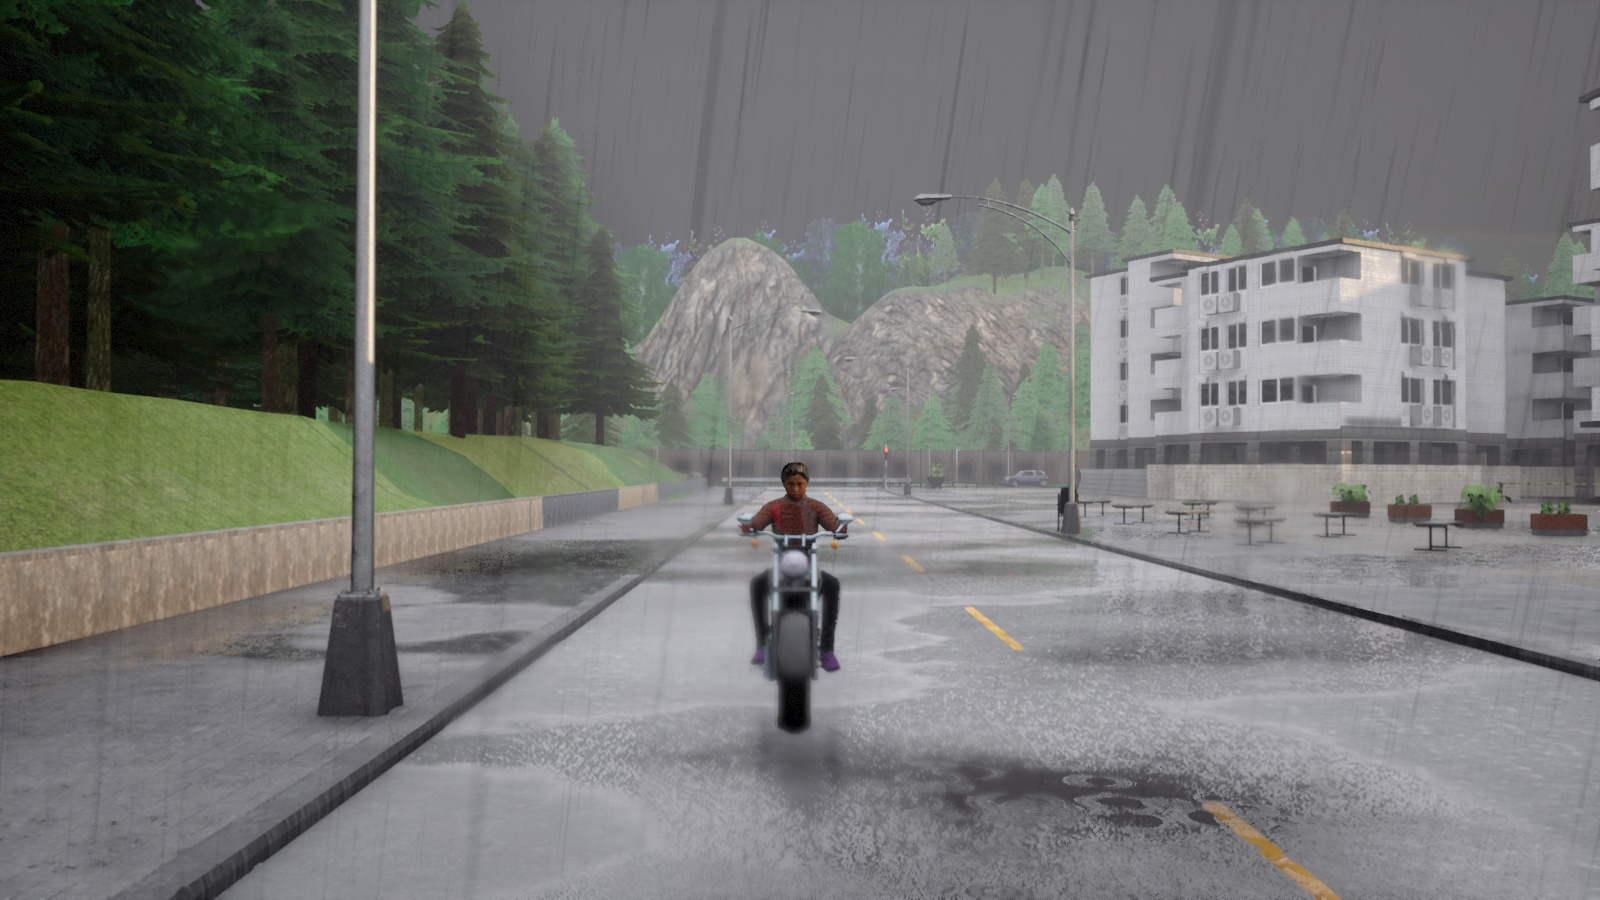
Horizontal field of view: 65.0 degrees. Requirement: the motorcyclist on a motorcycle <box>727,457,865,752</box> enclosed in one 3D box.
[{"bbox_3d":[-0.026,0.881,8.219,0.766,1.649,2.350,0,-1,0],"label":"motorcyclist on a motorcycle"}]
